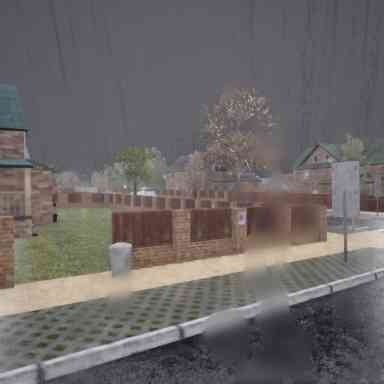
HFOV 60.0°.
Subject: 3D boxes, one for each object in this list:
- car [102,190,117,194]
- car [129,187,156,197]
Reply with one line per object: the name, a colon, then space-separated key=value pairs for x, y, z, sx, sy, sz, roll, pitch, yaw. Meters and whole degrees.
car: x=-15.269 y=0.319 z=60.955 sx=2.128 sy=1.511 sz=4.902 roll=-2 pitch=2 yaw=-33
car: x=-7.427 y=0.306 z=49.543 sx=2.150 sy=2.045 sz=5.566 roll=-2 pitch=2 yaw=-34
